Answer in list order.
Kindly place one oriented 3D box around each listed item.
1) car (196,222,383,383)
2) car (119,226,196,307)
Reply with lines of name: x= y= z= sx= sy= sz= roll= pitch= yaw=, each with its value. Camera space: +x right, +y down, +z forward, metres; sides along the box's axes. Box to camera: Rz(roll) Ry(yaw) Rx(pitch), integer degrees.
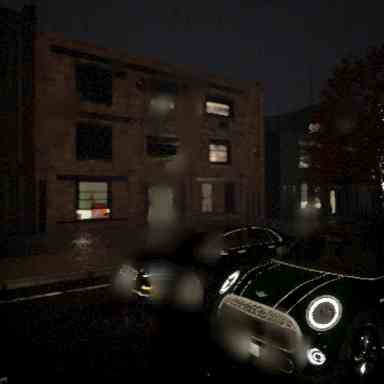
car: x=2.567 y=1.383 z=5.514 sx=4.553 sy=1.767 sz=2.097 roll=0 pitch=0 yaw=-36
car: x=0.658 y=1.536 z=8.143 sx=4.892 sy=1.490 sz=1.837 roll=0 pitch=0 yaw=-36
